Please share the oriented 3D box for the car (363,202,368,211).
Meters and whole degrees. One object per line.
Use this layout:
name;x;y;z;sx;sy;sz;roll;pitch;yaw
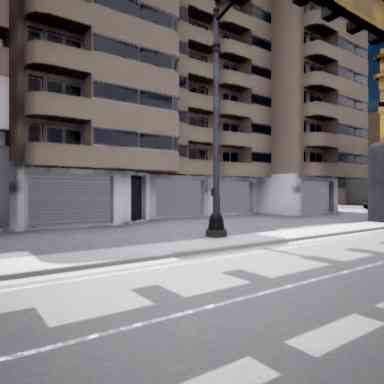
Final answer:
car;20.689;1.411;35.318;2.038;1.542;4.974;0;0;-11
